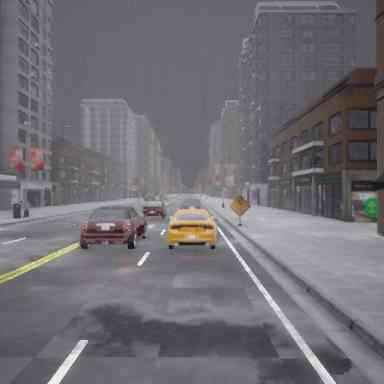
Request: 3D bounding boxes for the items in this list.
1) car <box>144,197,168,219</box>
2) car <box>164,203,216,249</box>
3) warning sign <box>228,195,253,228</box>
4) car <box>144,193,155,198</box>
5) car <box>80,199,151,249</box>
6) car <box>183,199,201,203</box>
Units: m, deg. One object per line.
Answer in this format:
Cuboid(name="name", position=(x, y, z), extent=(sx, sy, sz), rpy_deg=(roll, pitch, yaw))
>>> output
Cuboid(name="car", position=(-3.250, 1.493, 29.650), extent=(1.882, 1.535, 5.008), rpy_deg=(0, 0, 0))
Cuboid(name="car", position=(0.000, 1.488, 14.650), extent=(1.882, 1.535, 5.008), rpy_deg=(0, 0, 0))
Cuboid(name="warning sign", position=(2.846, 1.119, 19.677), extent=(1.300, 1.860, 1.060), rpy_deg=(0, 0, 0))
Cuboid(name="car", position=(-9.750, 1.232, 76.716), extent=(2.150, 2.045, 5.566), rpy_deg=(0, 0, 0))
Cuboid(name="car", position=(-3.250, 1.369, 14.620), extent=(2.097, 1.767, 4.553), rpy_deg=(0, 0, 0))
Cuboid(name="car", position=(0.000, 1.374, 29.620), extent=(2.097, 1.767, 4.553), rpy_deg=(0, 0, 0))
